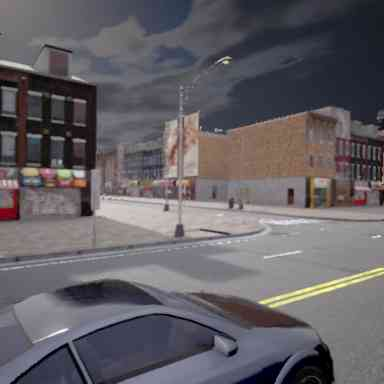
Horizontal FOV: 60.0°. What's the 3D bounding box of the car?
[{"bbox_3d":[-0.573,1.561,3.029,4.181,1.385,1.994,0,0,-35],"label":"car"}]
